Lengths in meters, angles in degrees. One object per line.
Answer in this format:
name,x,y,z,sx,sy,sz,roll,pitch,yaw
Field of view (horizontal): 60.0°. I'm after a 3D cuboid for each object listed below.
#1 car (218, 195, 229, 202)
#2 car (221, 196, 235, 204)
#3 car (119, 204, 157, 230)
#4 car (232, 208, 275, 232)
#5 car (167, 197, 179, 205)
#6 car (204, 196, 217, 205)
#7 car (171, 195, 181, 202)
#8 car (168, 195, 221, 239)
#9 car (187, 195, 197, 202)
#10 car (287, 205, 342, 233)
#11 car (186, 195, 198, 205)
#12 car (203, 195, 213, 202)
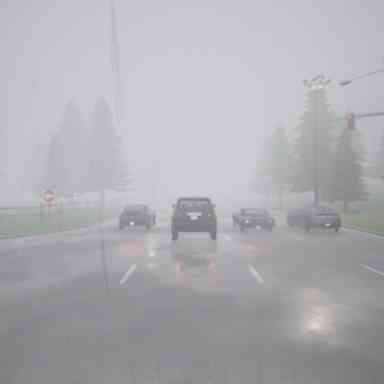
car,6.999,1.474,73.706,1.994,1.385,4.181,0,0,0
car,6.999,1.641,63.669,1.994,1.385,4.181,0,0,0
car,-3.400,1.531,21.321,1.837,1.490,4.892,0,0,0
car,3.600,1.626,20.292,1.895,1.301,4.718,0,0,0
car,-3.501,1.624,63.286,2.033,1.411,5.357,0,0,0
car,3.499,1.568,63.286,2.128,1.511,4.902,0,0,0
car,-3.501,1.461,73.706,2.033,1.411,5.357,0,0,0
car,0.100,1.243,17.576,2.150,2.045,5.566,0,0,0
car,-0.001,1.447,73.706,2.128,1.511,4.902,0,0,0
car,7.100,1.516,19.816,2.128,1.511,4.902,0,0,0
car,-0.001,1.429,63.673,2.097,1.767,4.553,0,0,0
car,3.499,1.399,73.706,1.882,1.535,5.008,0,0,0
